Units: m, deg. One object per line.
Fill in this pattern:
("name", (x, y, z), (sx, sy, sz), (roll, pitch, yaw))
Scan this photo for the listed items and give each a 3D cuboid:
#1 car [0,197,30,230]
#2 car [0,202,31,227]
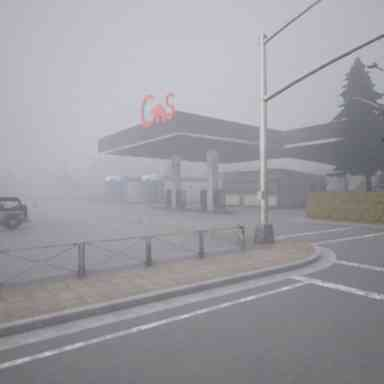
("car", (-11.569, 1.241, 19.106), (3.866, 1.878, 1.905), (-1, 0, -36))
("car", (-13.001, 1.516, 22.169), (3.806, 1.475, 1.970), (-1, 0, -36))
